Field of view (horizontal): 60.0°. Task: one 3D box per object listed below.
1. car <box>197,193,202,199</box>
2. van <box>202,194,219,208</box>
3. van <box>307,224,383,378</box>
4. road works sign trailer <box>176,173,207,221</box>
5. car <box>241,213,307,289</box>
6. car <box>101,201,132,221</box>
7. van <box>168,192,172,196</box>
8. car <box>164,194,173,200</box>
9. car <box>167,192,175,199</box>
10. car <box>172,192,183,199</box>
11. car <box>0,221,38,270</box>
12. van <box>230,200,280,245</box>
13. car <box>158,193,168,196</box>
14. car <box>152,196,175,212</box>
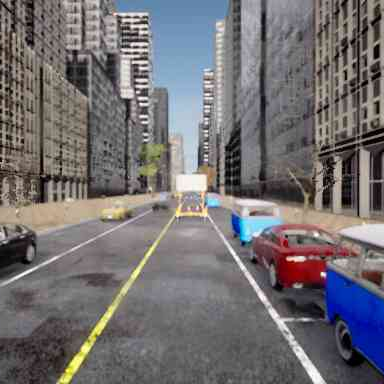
[{"bbox_3d":[2.516,1.129,88.217,2.008,1.369,4.403,0,0,0],"label":"car"},{"bbox_3d":[2.604,1.132,42.873,1.690,1.788,3.998,0,0,0],"label":"van"},{"bbox_3d":[2.682,1.325,3.199,1.690,1.788,3.998,0,0,0],"label":"van"},{"bbox_3d":[-0.050,0.337,25.597,2.380,3.560,2.880,0,0,0],"label":"road works sign trailer"},{"bbox_3d":[2.672,1.500,8.867,1.887,1.381,4.507,0,0,0],"label":"car"},{"bbox_3d":[-5.742,1.398,25.685,1.752,1.417,4.829,0,0,0],"label":"car"},{"bbox_3d":[-5.831,0.999,71.197,1.690,1.788,3.998,0,0,0],"label":"van"},{"bbox_3d":[-5.853,1.155,82.534,2.008,1.369,4.403,0,0,0],"label":"car"},{"bbox_3d":[-5.876,0.867,93.869,2.192,1.841,5.009,0,0,0],"label":"car"},{"bbox_3d":[-3.151,0.791,77.288,1.882,1.535,5.008,0,0,0],"label":"car"},{"bbox_3d":[-5.709,1.506,8.852,2.008,1.369,4.403,0,0,0],"label":"car"},{"bbox_3d":[2.660,1.268,14.534,1.690,1.788,3.998,0,0,0],"label":"van"},{"bbox_3d":[-5.809,1.237,59.692,1.752,1.417,4.829,0,0,0],"label":"car"},{"bbox_3d":[-3.167,1.426,35.563,1.895,1.301,4.718,0,0,0],"label":"car"}]
